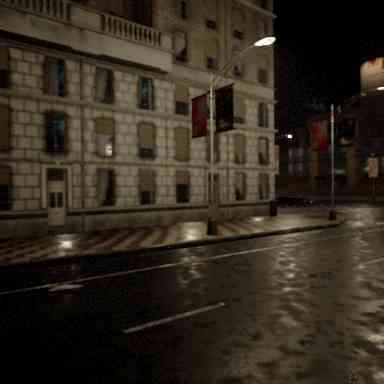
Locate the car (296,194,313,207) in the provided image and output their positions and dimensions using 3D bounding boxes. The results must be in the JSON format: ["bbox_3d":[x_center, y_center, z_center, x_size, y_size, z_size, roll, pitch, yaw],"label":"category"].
[{"bbox_3d":[12.749,1.002,41.466,2.128,1.511,4.902,-1,1,-36],"label":"car"}]

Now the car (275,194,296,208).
[{"bbox_3d":[9.584,1.162,39.861,1.895,1.301,4.718,-1,1,-36],"label":"car"}]
